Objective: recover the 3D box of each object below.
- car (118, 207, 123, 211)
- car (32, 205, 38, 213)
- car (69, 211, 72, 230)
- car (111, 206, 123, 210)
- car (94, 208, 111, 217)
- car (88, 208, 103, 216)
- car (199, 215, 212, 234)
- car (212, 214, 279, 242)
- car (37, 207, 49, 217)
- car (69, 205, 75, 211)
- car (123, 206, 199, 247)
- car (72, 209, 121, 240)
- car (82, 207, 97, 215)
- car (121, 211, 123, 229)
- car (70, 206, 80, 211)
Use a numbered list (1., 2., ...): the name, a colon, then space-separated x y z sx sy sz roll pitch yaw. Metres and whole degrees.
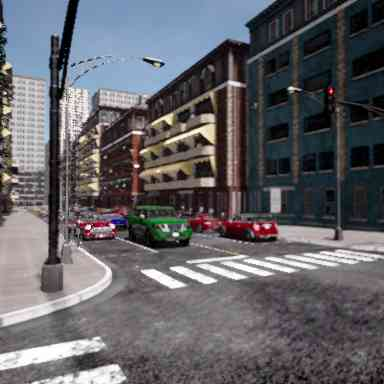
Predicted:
1. car: -7.032 2.841 39.858 1.947 1.339 4.313 0 -2 -28
2. car: -37.140 4.214 80.217 1.752 1.417 4.829 0 -2 -28
3. car: -8.839 2.440 26.355 1.802 1.307 4.206 0 -2 -28
4. car: -9.616 2.758 44.774 2.192 1.841 5.009 0 -2 -28
5. car: -14.772 3.359 54.587 1.802 1.307 4.206 0 -2 -28
6. car: -17.352 3.526 59.497 1.802 1.307 4.206 0 -2 -28
7. car: 0.711 2.355 25.130 1.802 1.307 4.206 0 -2 -28
8. car: 3.293 2.046 20.225 1.967 1.590 4.097 0 -2 -28
9. car: -24.321 3.302 55.819 1.967 1.590 4.097 0 -2 -28
10. car: -27.676 3.925 79.144 2.192 1.841 5.009 0 -2 -28
11. car: -1.980 1.804 18.675 2.150 2.045 5.566 1 -2 -26
12. car: -6.261 2.131 21.449 1.967 1.590 4.097 0 -2 -28
13. car: -19.932 3.676 64.408 1.947 1.339 4.313 0 -2 -28
14. car: -6.693 2.488 27.597 1.895 1.301 4.718 1 -2 -28
15. car: -19.768 3.535 58.810 1.895 1.301 4.718 1 -2 -28
